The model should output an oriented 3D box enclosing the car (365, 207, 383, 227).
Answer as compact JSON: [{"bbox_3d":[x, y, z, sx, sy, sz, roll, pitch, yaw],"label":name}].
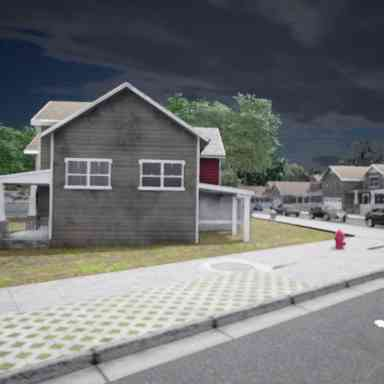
[{"bbox_3d":[13.468,1.743,22.028,1.837,1.490,4.892,1,-2,-4],"label":"car"}]

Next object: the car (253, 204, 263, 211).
[{"bbox_3d":[11.943,2.913,62.898,1.812,1.442,4.674,1,-2,-10],"label":"car"}]

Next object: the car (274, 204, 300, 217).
[{"bbox_3d":[11.822,2.278,41.622,1.837,1.490,4.892,1,-2,-6],"label":"car"}]

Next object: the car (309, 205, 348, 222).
[{"bbox_3d":[12.790,1.987,31.515,2.128,1.511,4.902,1,-2,-5],"label":"car"}]
